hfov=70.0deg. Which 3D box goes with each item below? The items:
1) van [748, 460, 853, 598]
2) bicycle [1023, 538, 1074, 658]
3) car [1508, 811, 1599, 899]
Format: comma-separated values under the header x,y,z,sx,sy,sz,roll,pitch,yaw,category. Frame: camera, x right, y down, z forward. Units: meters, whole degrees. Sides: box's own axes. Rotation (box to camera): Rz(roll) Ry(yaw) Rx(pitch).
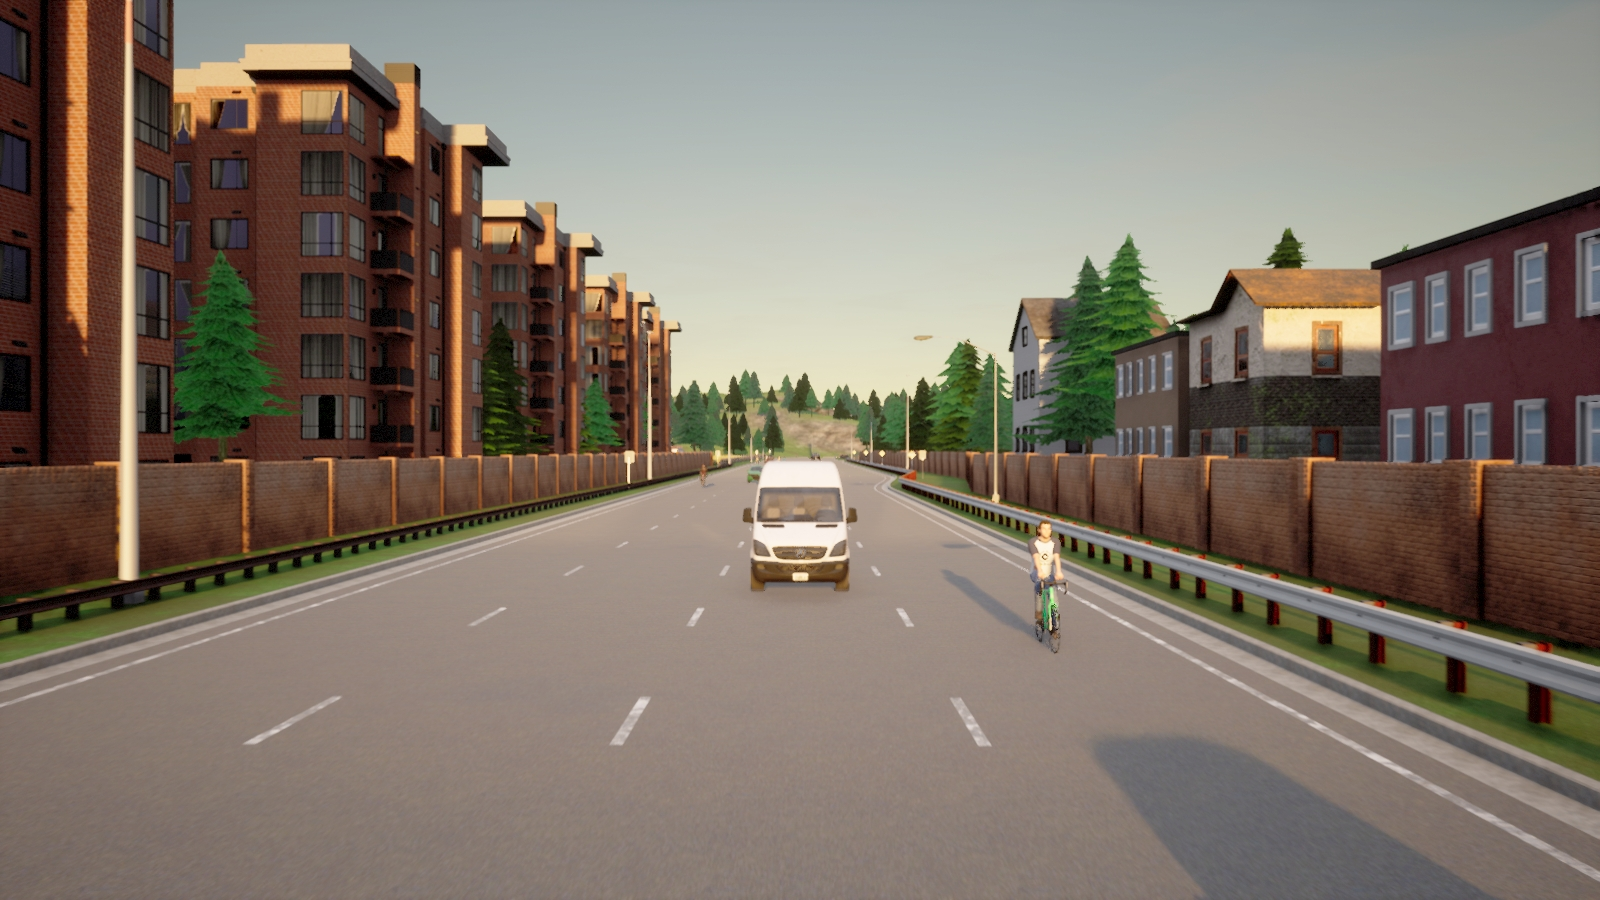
x,y,z,sx,sy,sz,roll,pitch,yaw,category
0.007,1.531,24.619,1.988,2.561,5.915,0,0,0,van
3.503,2.053,16.197,0.373,1.496,1.643,0,0,0,bicycle
3.503,2.039,1.782,2.007,1.525,4.514,0,0,0,car
